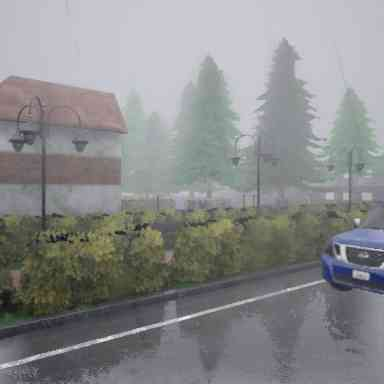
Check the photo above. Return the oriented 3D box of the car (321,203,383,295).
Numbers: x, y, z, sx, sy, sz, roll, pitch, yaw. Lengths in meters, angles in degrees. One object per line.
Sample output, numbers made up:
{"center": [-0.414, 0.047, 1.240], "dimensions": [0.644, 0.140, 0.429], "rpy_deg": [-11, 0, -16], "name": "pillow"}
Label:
{"center": [5.435, 1.221, 7.901], "dimensions": [5.566, 2.045, 2.150], "rpy_deg": [0, 0, -36], "name": "car"}
